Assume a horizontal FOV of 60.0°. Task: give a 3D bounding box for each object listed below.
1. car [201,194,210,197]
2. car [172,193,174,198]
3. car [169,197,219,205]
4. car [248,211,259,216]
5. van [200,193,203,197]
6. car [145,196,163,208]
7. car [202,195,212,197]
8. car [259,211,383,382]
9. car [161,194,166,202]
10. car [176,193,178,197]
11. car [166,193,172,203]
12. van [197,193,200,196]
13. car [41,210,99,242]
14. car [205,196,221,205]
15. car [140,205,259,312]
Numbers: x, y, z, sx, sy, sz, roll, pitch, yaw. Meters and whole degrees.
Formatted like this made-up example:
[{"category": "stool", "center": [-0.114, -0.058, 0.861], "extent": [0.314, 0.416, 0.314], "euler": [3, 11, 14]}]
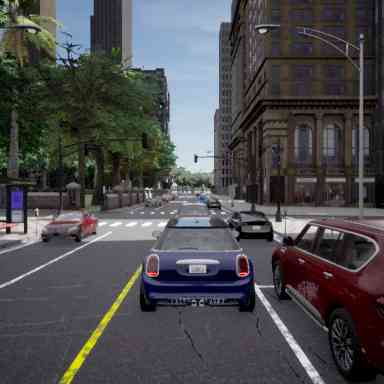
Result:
[{"category": "car", "center": [2.720, 1.499, 53.680], "extent": [1.752, 1.417, 4.829], "euler": [0, 0, 0]}, {"category": "car", "center": [-5.822, 1.264, 75.205], "extent": [2.192, 1.841, 5.009], "euler": [0, 0, 0]}, {"category": "car", "center": [0.088, 1.348, 17.414], "extent": [2.097, 1.767, 4.553], "euler": [0, 0, 0]}, {"category": "car", "center": [2.747, 1.562, 16.233], "extent": [1.947, 1.339, 4.313], "euler": [0, 0, 0]}, {"category": "van", "center": [2.716, 1.309, 58.931], "extent": [1.690, 1.788, 3.998], "euler": [0, 0, 0]}, {"category": "car", "center": [-5.801, 1.528, 48.104], "extent": [2.008, 1.369, 4.403], "euler": [0, 0, 0]}, {"category": "car", "center": [2.724, 1.544, 48.090], "extent": [1.947, 1.339, 4.313], "euler": [0, 0, 0]}, {"category": "car", "center": [2.754, 1.314, 5.382], "extent": [2.192, 1.841, 5.009], "euler": [0, 0, 0]}, {"category": "car", "center": [-5.806, 1.413, 53.524], "extent": [1.967, 1.590, 4.097], "euler": [0, 0, 0]}, {"category": "car", "center": [-5.833, 1.239, 91.466], "extent": [2.192, 1.841, 5.009], "euler": [0, 0, 0]}, {"category": "car", "center": [-5.817, 1.396, 69.785], "extent": [1.967, 1.590, 4.097], "euler": [0, 0, 0]}, {"category": "van", "center": [2.700, 1.282, 80.612], "extent": [1.690, 1.788, 3.998], "euler": [0, 0, 0]}, {"category": "car", "center": [-5.778, 1.578, 16.245], "extent": [1.802, 1.307, 4.206], "euler": [0, 0, 0]}, {"category": "car", "center": [2.728, 1.548, 42.670], "extent": [1.947, 1.339, 4.313], "euler": [0, 0, 0]}, {"category": "car", "center": [0.097, 1.351, 7.880], "extent": [2.097, 1.767, 4.553], "euler": [0, 0, 0]}]
